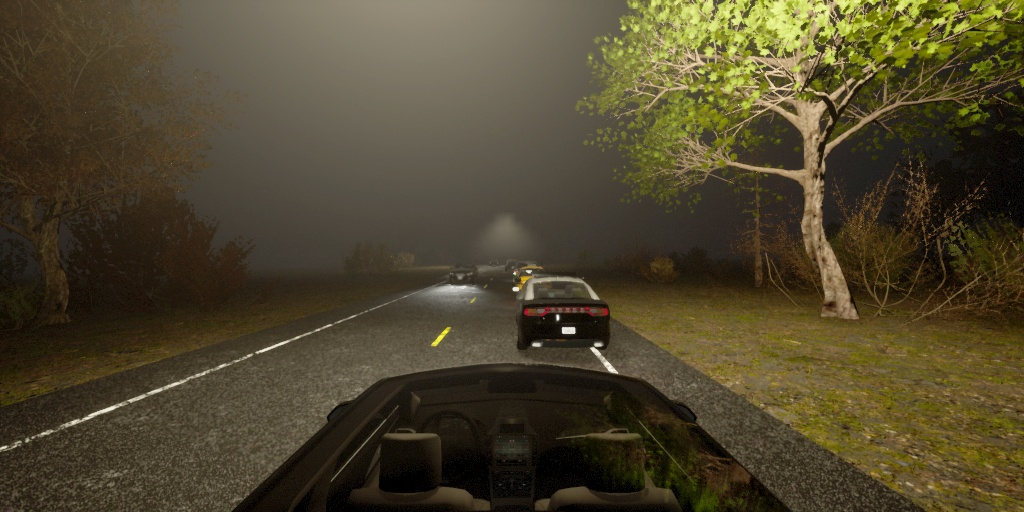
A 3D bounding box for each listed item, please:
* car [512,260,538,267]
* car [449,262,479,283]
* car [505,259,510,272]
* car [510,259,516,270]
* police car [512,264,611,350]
[{"bbox_3d":[1.049,1.209,19.312,1.801,1.575,5.366,0,0,0],"label":"car"},{"bbox_3d":[-3.593,1.245,27.458,2.128,1.511,4.902,0,0,1],"label":"car"},{"bbox_3d":[0.026,1.283,47.379,1.812,1.442,4.674,0,0,1],"label":"car"},{"bbox_3d":[1.049,1.106,25.092,2.097,1.767,4.553,0,0,0],"label":"car"},{"bbox_3d":[1.050,1.177,9.230,1.930,1.638,5.238,0,0,0],"label":"police car"}]
